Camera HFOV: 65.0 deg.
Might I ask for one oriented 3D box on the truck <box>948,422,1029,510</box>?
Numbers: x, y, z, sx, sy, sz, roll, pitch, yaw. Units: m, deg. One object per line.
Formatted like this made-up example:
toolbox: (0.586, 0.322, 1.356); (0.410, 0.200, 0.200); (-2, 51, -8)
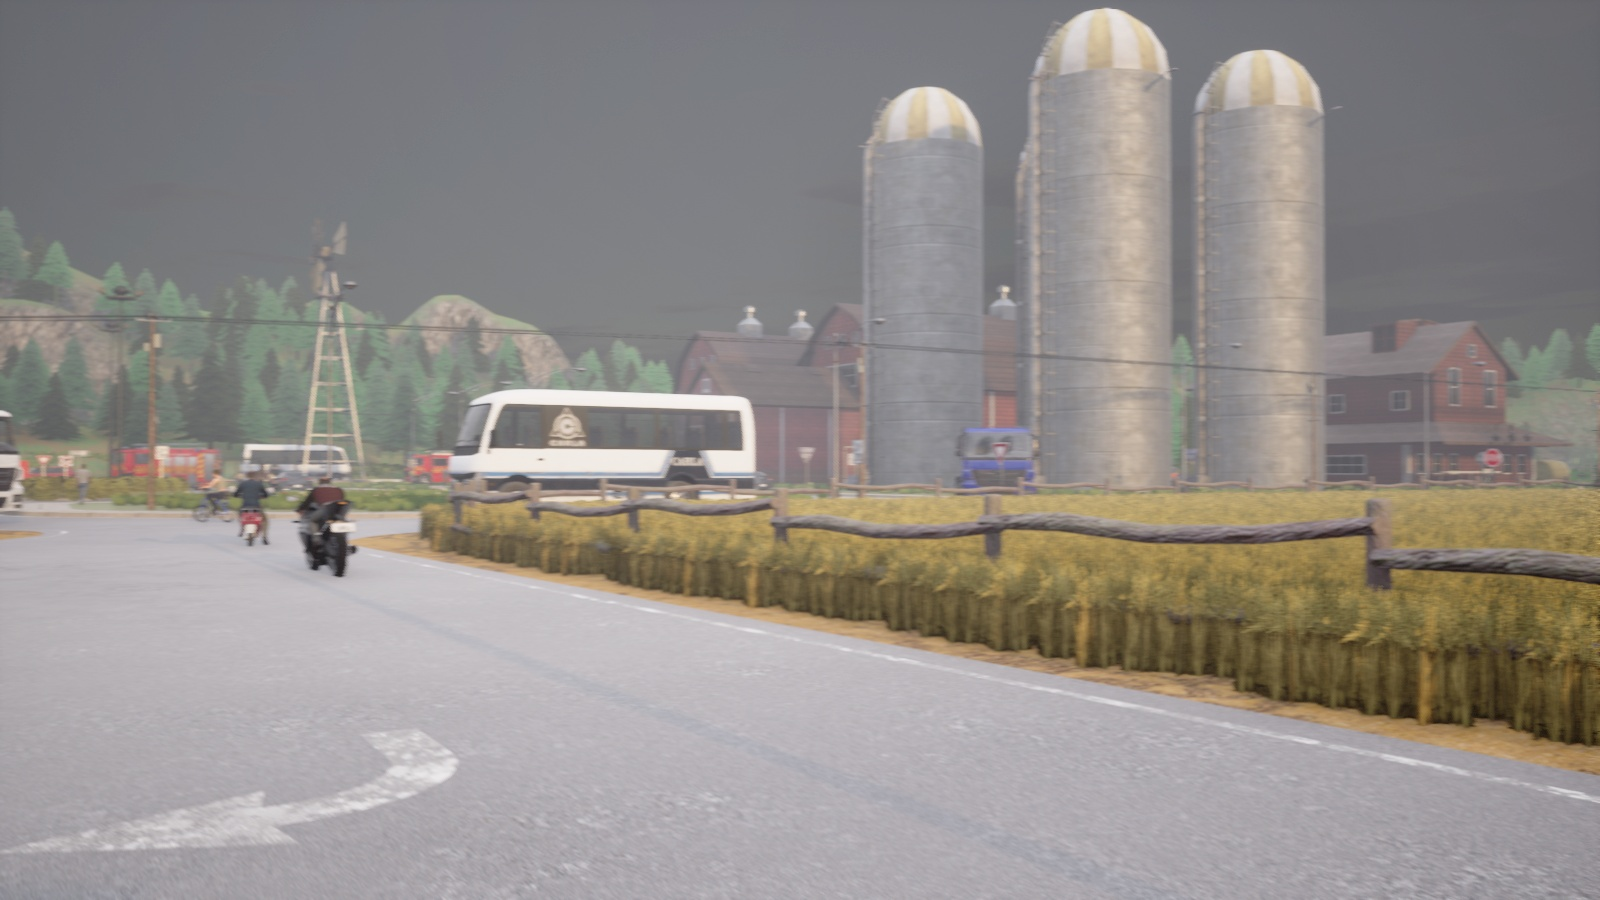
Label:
truck: (7.960, 0.682, 53.789); (2.891, 3.462, 7.936); (0, -1, 5)

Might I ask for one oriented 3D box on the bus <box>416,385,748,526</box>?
bus: (-7.229, 0.215, 42.254); (10.273, 4.253, 3.944); (0, -1, -30)

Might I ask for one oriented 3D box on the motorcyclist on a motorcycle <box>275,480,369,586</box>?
motorcyclist on a motorcycle: (-7.418, 1.240, 19.412); (0.866, 1.530, 2.191); (0, -1, -34)

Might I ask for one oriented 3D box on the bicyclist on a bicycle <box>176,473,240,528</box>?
bicyclist on a bicycle: (-17.668, 1.510, 37.485); (1.509, 1.612, 0.866); (-1, -1, 17)

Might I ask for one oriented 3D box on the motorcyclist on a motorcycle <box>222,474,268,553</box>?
motorcyclist on a motorcycle: (-11.724, 1.315, 26.571); (0.866, 1.590, 1.817); (0, -1, -23)

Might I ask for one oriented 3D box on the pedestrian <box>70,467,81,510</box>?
pedestrian: (-31.047, 1.636, 53.813); (0.354, 1.836, 0.706); (0, -1, -23)

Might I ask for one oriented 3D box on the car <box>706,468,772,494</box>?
car: (-4.047, 2.034, 82.823); (2.152, 1.651, 5.027); (0, -1, -32)

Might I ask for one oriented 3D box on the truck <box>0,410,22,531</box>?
truck: (-26.744, 0.595, 35.393); (7.936, 3.462, 2.891); (0, -1, 3)

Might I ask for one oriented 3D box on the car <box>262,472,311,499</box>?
car: (-32.618, 2.212, 79.679); (2.152, 1.651, 5.027); (0, -1, -30)
